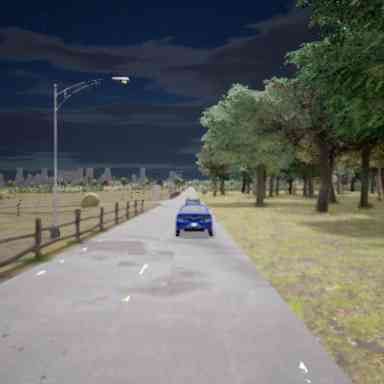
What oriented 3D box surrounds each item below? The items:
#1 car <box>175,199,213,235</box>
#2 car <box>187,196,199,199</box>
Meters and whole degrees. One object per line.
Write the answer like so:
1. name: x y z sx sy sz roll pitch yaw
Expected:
1. car: 0.107 1.392 18.360 1.882 1.535 5.008 0 0 0
2. car: 0.118 1.261 39.645 2.128 1.511 4.902 0 0 0
